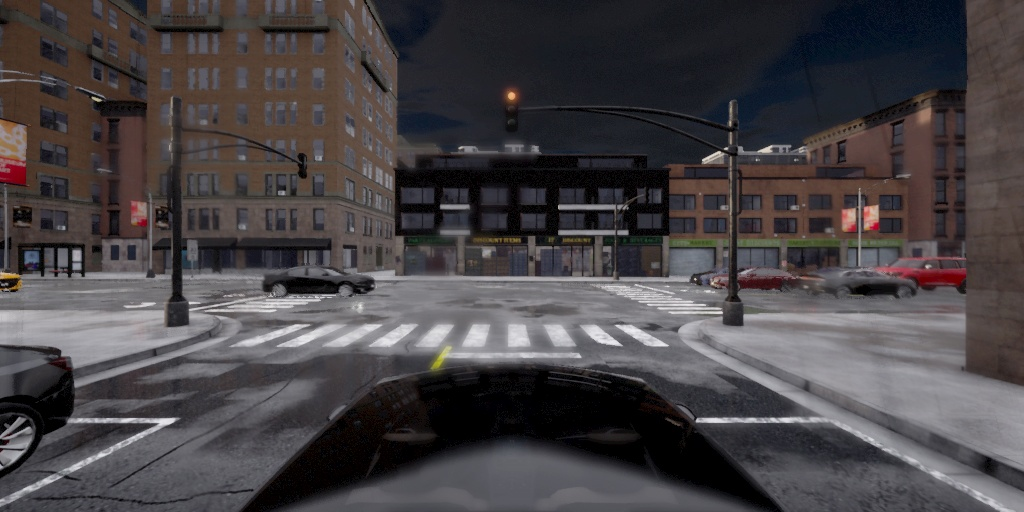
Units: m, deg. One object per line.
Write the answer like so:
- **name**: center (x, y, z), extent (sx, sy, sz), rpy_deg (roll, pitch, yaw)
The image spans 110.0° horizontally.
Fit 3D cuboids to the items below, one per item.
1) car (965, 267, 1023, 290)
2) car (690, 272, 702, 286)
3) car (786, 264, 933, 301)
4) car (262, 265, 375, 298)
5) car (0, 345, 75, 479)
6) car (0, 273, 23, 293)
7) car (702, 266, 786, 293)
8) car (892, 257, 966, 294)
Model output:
- **car**: center (34.121, 1.498, 24.352), extent (4.181, 1.385, 1.994), rpy_deg (0, 0, 0)
- **car**: center (14.405, 1.394, 24.260), extent (4.181, 1.385, 1.994), rpy_deg (0, 0, 0)
- **car**: center (16.817, 1.334, 17.571), extent (4.902, 1.511, 2.128), rpy_deg (0, 0, 0)
- **car**: center (-9.291, 1.189, 17.441), extent (5.008, 1.535, 1.882), rpy_deg (0, 0, 0)
- **car**: center (-5.387, 1.316, 1.910), extent (1.948, 1.339, 4.313), rpy_deg (0, 0, 0)
- **car**: center (-27.008, 1.105, 17.349), extent (5.008, 1.535, 1.882), rpy_deg (0, 0, 0)
- **car**: center (14.105, 1.354, 21.008), extent (4.674, 1.442, 1.812), rpy_deg (0, 0, 1)
- **car**: center (23.999, 1.102, 21.043), extent (5.566, 2.045, 2.150), rpy_deg (0, 0, 0)
